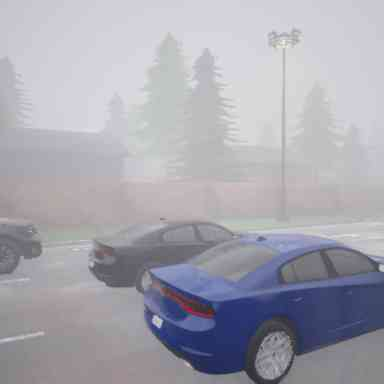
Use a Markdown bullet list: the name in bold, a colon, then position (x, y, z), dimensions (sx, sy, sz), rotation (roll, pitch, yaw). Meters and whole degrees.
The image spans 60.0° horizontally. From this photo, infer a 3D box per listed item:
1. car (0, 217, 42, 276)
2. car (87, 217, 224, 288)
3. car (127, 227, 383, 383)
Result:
- **car**: position (-6.882, 1.108, 8.462), dimensions (5.566, 2.045, 2.150), rotation (0, 1, -29)
- **car**: position (0.007, 1.379, 8.329), dimensions (5.008, 1.535, 1.882), rotation (0, 1, -29)
- **car**: position (1.727, 1.417, 5.281), dimensions (5.008, 1.535, 1.882), rotation (0, 1, -29)
